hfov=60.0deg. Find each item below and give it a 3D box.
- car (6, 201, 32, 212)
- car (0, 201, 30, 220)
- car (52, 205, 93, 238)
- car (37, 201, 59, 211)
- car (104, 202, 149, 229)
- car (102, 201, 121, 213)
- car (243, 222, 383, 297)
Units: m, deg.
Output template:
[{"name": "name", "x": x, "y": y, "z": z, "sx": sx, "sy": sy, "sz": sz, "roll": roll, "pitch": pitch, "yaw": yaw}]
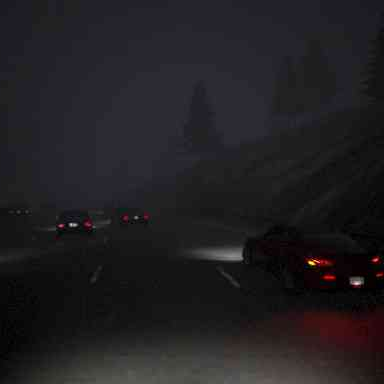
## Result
[{"name": "car", "x": -24.780, "y": 2.014, "z": 47.512, "sx": 2.033, "sy": 1.411, "sz": 5.357, "roll": -1, "pitch": 0, "yaw": -40}, {"name": "car", "x": -17.313, "y": 1.873, "z": 32.387, "sx": 2.033, "sy": 1.411, "sz": 5.357, "roll": -1, "pitch": 0, "yaw": -36}, {"name": "car", "x": -6.618, "y": 1.683, "z": 18.673, "sx": 2.033, "sy": 1.411, "sz": 5.357, "roll": -1, "pitch": 0, "yaw": -20}, {"name": "car", "x": -21.086, "y": 2.013, "z": 48.525, "sx": 1.895, "sy": 1.301, "sz": 4.718, "roll": -1, "pitch": 0, "yaw": -40}, {"name": "car", "x": -4.427, "y": 1.658, "z": 22.934, "sx": 2.033, "sy": 1.411, "sz": 5.357, "roll": -1, "pitch": 0, "yaw": -23}, {"name": "car", "x": -8.796, "y": 1.769, "z": 38.363, "sx": 1.994, "sy": 1.385, "sz": 4.181, "roll": -1, "pitch": 0, "yaw": -35}, {"name": "car", "x": 2.759, "y": 1.499, "z": 8.517, "sx": 1.812, "sy": 1.442, "sz": 4.674, "roll": 0, "pitch": 0, "yaw": -8}]
